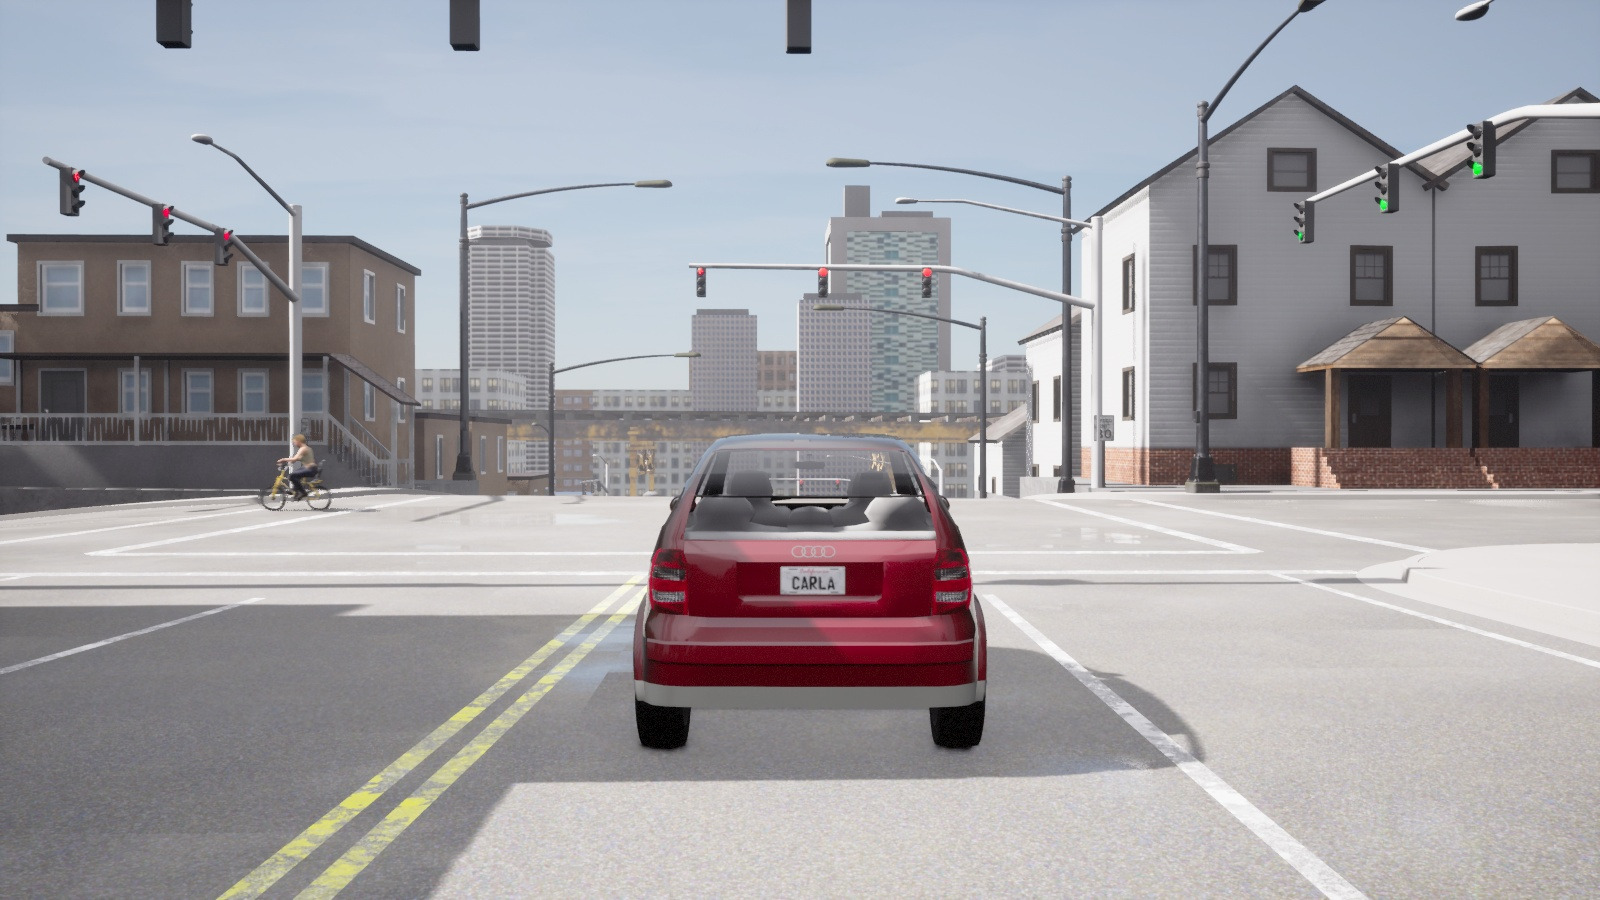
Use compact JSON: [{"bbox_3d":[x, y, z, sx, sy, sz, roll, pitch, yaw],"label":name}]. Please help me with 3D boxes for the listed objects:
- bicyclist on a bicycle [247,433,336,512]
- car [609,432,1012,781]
[{"bbox_3d":[-10.607,0.458,26.227,1.509,1.612,0.866,0,1,0],"label":"bicyclist on a bicycle"},{"bbox_3d":[0.056,0.683,7.431,1.789,1.549,3.705,0,0,0],"label":"car"}]
